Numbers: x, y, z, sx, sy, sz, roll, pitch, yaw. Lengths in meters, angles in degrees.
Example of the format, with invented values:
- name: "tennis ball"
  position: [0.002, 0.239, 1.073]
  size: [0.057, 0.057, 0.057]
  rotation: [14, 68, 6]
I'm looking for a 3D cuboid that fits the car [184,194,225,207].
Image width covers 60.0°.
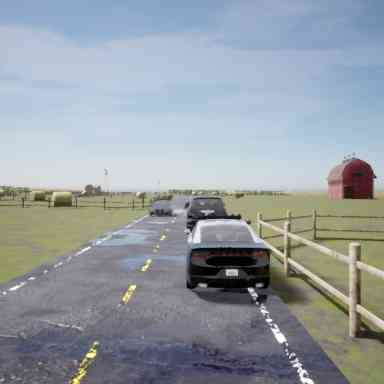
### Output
- name: "car"
  position: [0.779, 1.222, 19.236]
  size: [2.150, 2.045, 5.566]
  rotation: [0, 0, 0]

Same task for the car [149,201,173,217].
- name: "car"
  position: [-2.822, 1.560, 31.106]
  size: [1.994, 1.385, 4.181]
  rotation: [0, 0, 0]

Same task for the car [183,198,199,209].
- name: "car"
  position: [-0.078, 1.540, 46.056]
  size: [2.033, 1.411, 5.357]
  rotation: [0, 0, 0]

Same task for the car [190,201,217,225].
- name: "car"
  position: [0.765, 1.501, 25.206]
  size: [1.837, 1.490, 4.892]
  rotation: [0, 0, 0]

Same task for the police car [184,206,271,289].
- name: "police car"
  position: [0.802, 1.424, 9.316]
  size: [1.930, 1.638, 5.238]
  rotation: [0, 0, 0]

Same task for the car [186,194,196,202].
- name: "car"
  position: [-0.165, 1.257, 71.649]
  size: [2.097, 1.767, 4.553]
  rotation: [0, 0, 0]
